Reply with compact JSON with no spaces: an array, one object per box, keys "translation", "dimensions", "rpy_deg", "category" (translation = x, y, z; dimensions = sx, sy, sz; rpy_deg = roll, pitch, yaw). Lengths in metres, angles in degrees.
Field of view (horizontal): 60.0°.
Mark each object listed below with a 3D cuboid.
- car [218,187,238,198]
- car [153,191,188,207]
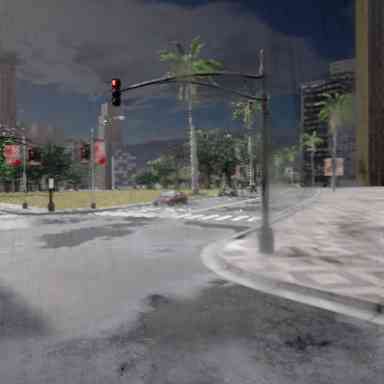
[{"translation":[5.270,0.011,48.127],"dimensions":[1.837,1.490,4.892],"rpy_deg":[0,2,25],"category":"car"},{"translation":[-2.024,0.625,32.824],"dimensions":[1.812,1.442,4.674],"rpy_deg":[0,2,26],"category":"car"}]
